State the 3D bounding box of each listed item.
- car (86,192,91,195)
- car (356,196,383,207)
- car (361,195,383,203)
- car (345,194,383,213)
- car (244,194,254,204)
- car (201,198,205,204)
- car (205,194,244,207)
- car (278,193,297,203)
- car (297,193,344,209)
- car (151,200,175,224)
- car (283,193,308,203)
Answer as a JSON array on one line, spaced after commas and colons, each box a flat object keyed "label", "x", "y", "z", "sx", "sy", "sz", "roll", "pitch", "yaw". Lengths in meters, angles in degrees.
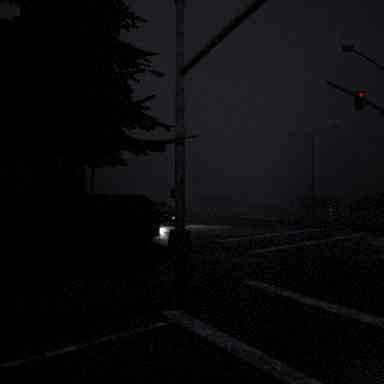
[{"label": "car", "x": -11.037, "y": 1.032, "z": 34.055, "sx": 2.150, "sy": 2.045, "sz": 5.566, "roll": 0, "pitch": 0, "yaw": -35}, {"label": "car", "x": 26.359, "y": 1.313, "z": 47.867, "sx": 2.007, "sy": 1.523, "sz": 4.514, "roll": 0, "pitch": 0, "yaw": -36}, {"label": "car", "x": 37.777, "y": 1.406, "z": 69.613, "sx": 1.970, "sy": 1.475, "sz": 3.806, "roll": 0, "pitch": 0, "yaw": -36}, {"label": "car", "x": 17.783, "y": 1.087, "z": 32.850, "sx": 1.905, "sy": 1.878, "sz": 3.866, "roll": 0, "pitch": 0, "yaw": -36}, {"label": "car", "x": 8.213, "y": 1.166, "z": 57.085, "sx": 2.152, "sy": 1.636, "sz": 5.027, "roll": 0, "pitch": 0, "yaw": -36}, {"label": "car", "x": 3.199, "y": 1.242, "z": 53.067, "sx": 1.970, "sy": 1.475, "sz": 3.806, "roll": 0, "pitch": 0, "yaw": -36}, {"label": "car", "x": 4.355, "y": 1.307, "z": 45.207, "sx": 2.007, "sy": 1.523, "sz": 4.514, "roll": 0, "pitch": 0, "yaw": -36}, {"label": "car", "x": 18.587, "y": 1.093, "z": 64.574, "sx": 1.905, "sy": 1.878, "sz": 3.866, "roll": 0, "pitch": 0, "yaw": -36}, {"label": "car", "x": 15.843, "y": 1.108, "z": 41.153, "sx": 1.932, "sy": 1.855, "sz": 4.605, "roll": 0, "pitch": 0, "yaw": -36}, {"label": "car", "x": -2.543, "y": 1.316, "z": 22.197, "sx": 1.837, "sy": 1.490, "sz": 4.892, "roll": 0, "pitch": 0, "yaw": -36}, {"label": "car", "x": 20.702, "y": 1.114, "z": 66.609, "sx": 1.932, "sy": 1.855, "sz": 4.605, "roll": 0, "pitch": 0, "yaw": -36}]
